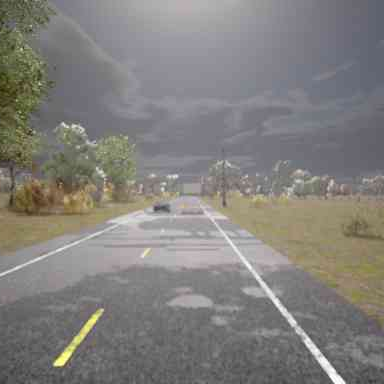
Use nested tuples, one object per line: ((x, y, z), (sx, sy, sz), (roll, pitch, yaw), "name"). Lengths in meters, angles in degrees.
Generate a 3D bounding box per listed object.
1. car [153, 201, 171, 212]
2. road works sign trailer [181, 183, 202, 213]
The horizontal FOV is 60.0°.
((-3.588, 1.743, 40.211), (1.895, 1.301, 4.718), (0, 0, 0), "car")
((0.004, 0.604, 39.479), (2.380, 3.560, 2.880), (0, 0, 0), "road works sign trailer")
